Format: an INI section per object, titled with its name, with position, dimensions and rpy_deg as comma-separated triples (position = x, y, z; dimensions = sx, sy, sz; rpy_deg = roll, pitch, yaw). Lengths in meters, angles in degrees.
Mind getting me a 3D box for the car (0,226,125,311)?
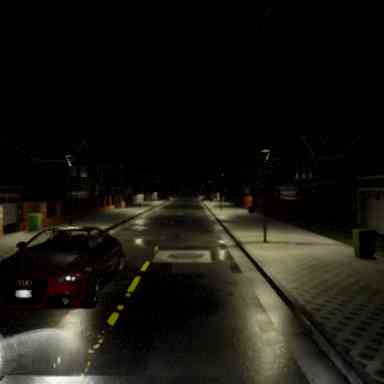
[car]
position = -2.848, 1.516, 7.611
dimensions = 1.994, 1.385, 4.181
rpy_deg = 0, 0, 0
